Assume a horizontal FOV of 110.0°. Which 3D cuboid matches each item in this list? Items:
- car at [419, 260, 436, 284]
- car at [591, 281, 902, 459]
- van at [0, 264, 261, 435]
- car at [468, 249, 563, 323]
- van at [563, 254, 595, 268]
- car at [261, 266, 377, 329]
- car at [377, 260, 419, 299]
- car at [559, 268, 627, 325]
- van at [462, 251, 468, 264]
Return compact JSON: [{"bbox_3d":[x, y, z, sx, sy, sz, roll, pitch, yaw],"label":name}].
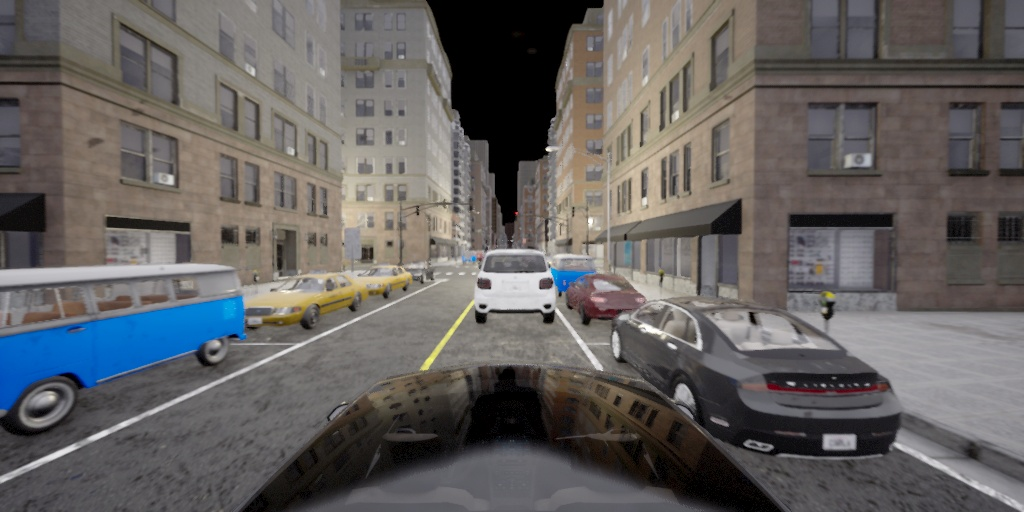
[{"bbox_3d":[-5.856,0.928,22.102,2.007,1.370,4.403,0,0,0],"label":"car"},{"bbox_3d":[2.669,1.240,5.112,2.007,1.370,4.403,0,0,0],"label":"car"},{"bbox_3d":[-5.856,1.033,5.098,1.690,1.789,3.998,0,0,0],"label":"van"},{"bbox_3d":[0.076,0.797,11.397,2.150,2.045,5.566,0,1,0],"label":"car"},{"bbox_3d":[2.669,0.822,16.451,1.690,1.789,3.998,0,0,0],"label":"van"},{"bbox_3d":[-5.856,1.114,10.597,1.751,1.417,4.829,0,0,0],"label":"car"},{"bbox_3d":[-5.856,1.009,16.265,1.751,1.417,4.829,0,0,0],"label":"car"},{"bbox_3d":[2.669,1.168,10.781,1.802,1.307,4.207,0,0,0],"label":"car"},{"bbox_3d":[-5.855,0.207,49.293,1.690,1.789,3.998,0,0,0],"label":"van"}]
